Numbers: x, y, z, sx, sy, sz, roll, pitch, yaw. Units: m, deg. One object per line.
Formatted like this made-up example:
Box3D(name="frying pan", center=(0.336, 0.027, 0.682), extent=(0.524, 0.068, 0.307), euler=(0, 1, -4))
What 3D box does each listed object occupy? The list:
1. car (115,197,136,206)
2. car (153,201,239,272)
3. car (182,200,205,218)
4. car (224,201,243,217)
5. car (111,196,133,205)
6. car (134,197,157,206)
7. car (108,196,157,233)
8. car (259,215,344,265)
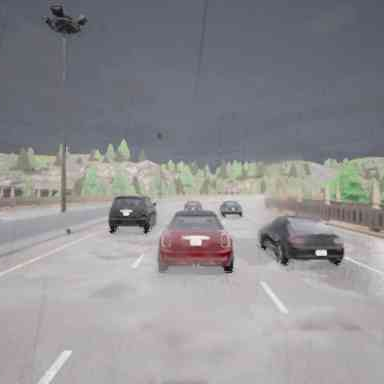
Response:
Box3D(name="car", center=(-11.345, 1.591, 56.704), extent=(1.994, 1.385, 4.181), euler=(0, 0, 13))
Box3D(name="car", center=(0.104, 1.356, 10.948), extent=(2.097, 1.767, 4.553), euler=(0, 0, 0))
Box3D(name="car", center=(0.122, 1.557, 31.440), extent=(2.033, 1.411, 5.357), euler=(0, 0, 0))
Box3D(name="car", center=(3.627, 1.557, 31.401), extent=(2.033, 1.411, 5.357), euler=(0, 0, 1))
Box3D(name="car", center=(-13.257, 1.537, 63.302), extent=(2.128, 1.511, 4.902), euler=(0, 0, 16))
Box3D(name="car", center=(-7.824, 1.567, 56.590), extent=(2.033, 1.411, 5.357), euler=(0, 0, 13))
Box3D(name="car", center=(-3.393, 1.228, 19.855), extent=(2.150, 2.045, 5.566), euler=(0, 0, 0))
Box3D(name="car", center=(3.604, 1.529, 11.561), extent=(1.812, 1.442, 4.674), euler=(0, 0, 0))
